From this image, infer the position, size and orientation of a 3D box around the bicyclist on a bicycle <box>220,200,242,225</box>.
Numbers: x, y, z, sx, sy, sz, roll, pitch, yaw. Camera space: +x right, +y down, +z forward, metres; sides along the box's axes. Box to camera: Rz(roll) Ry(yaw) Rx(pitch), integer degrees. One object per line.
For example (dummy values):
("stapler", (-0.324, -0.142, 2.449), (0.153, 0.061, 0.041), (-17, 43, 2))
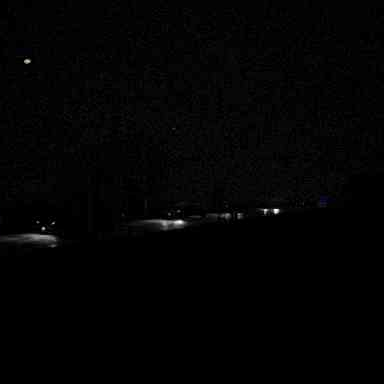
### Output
("bicyclist on a bicycle", (2.583, 1.353, 22.235), (1.656, 1.620, 0.582), (0, 0, 35))

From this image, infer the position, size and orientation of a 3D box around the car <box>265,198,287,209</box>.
("car", (11.448, 1.506, 45.075), (1.812, 1.442, 4.674), (-1, -1, 36))

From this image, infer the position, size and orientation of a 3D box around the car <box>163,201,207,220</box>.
("car", (-0.461, 1.503, 28.296), (1.812, 1.442, 4.674), (-1, -1, 35))

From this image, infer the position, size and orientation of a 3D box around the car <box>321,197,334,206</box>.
("car", (22.077, 1.489, 55.111), (1.882, 1.535, 5.008), (-1, -1, 35))

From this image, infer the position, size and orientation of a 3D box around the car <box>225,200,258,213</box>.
("car", (5.543, 1.564, 36.779), (1.895, 1.301, 4.718), (-1, -1, 35))

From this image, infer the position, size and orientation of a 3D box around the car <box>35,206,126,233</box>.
("car", (-6.390, 1.547, 19.806), (2.033, 1.411, 5.357), (-1, -1, 34))

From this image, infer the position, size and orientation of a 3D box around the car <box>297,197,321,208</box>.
("car", (16.359, 1.510, 47.002), (1.994, 1.385, 4.181), (-1, -1, 35))
